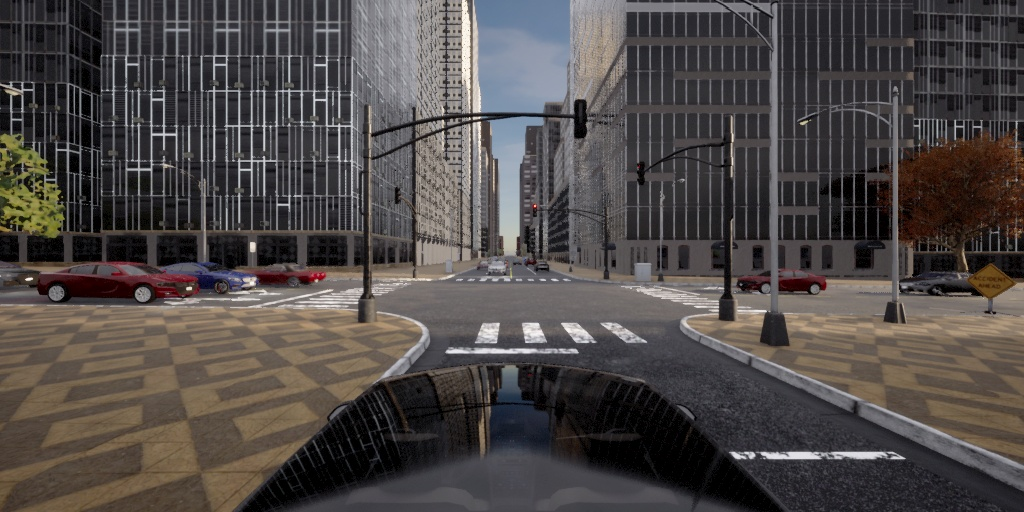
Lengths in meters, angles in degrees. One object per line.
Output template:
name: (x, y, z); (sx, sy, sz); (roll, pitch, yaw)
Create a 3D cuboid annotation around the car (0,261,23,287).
car: (-24.901, 0.882, 16.920); (4.181, 1.385, 1.994); (1, 0, -3)

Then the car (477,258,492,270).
car: (-4.113, 1.343, 52.197); (1.802, 1.307, 4.207); (0, 0, 0)

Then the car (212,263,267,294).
car: (-14.975, 1.026, 17.396); (4.674, 1.442, 1.812); (1, 0, -1)

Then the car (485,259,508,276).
car: (-1.560, 1.293, 38.321); (1.812, 1.442, 4.674); (0, 0, 0)

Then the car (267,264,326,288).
car: (-13.643, 1.124, 20.914); (4.718, 1.301, 1.895); (1, 0, -3)

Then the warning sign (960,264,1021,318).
warning sign: (17.258, 1.204, 12.940); (1.060, 1.860, 1.300); (0, 0, -3)

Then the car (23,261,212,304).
car: (-15.286, 0.973, 14.124); (5.008, 1.535, 1.882); (1, 0, -2)

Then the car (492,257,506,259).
car: (-1.672, 1.109, 58.561); (2.097, 1.767, 4.553); (0, 0, -1)

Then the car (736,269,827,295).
car: (16.720, 1.554, 22.374); (5.008, 1.535, 1.882); (1, 0, -3)

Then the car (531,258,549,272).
car: (3.850, 1.329, 46.719); (1.948, 1.339, 4.313); (0, 0, 0)

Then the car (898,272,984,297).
car: (27.416, 1.756, 22.889); (4.902, 1.511, 2.128); (1, 0, -3)
